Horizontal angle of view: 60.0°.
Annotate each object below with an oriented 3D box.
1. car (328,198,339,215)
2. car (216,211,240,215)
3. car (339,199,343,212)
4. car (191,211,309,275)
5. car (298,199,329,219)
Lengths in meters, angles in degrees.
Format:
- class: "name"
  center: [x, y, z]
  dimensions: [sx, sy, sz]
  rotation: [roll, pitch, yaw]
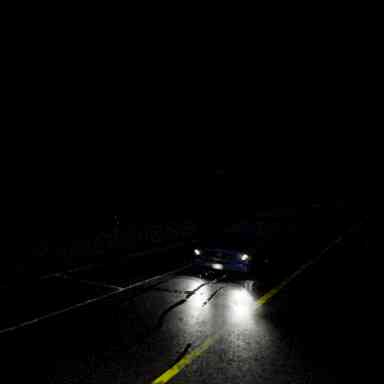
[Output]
- class: "car"
  center: [13.491, 1.567, 34.156]
  dimensions: [1.947, 1.339, 4.313]
  rotation: [0, 0, 32]
- class: "car"
  center: [1.827, 1.566, 15.385]
  dimensions: [1.947, 1.339, 4.313]
  rotation: [0, 0, 32]
- class: "car"
  center: [16.407, 1.441, 38.849]
  dimensions: [1.967, 1.590, 4.097]
  rotation: [0, 0, 32]
- class: "car"
  center: [2.060, 1.547, 10.892]
  dimensions: [2.033, 1.411, 5.357]
  rotation: [0, 0, 32]
- class: "car"
  center: [10.575, 1.582, 29.464]
  dimensions: [1.802, 1.307, 4.206]
  rotation: [0, 0, 32]
